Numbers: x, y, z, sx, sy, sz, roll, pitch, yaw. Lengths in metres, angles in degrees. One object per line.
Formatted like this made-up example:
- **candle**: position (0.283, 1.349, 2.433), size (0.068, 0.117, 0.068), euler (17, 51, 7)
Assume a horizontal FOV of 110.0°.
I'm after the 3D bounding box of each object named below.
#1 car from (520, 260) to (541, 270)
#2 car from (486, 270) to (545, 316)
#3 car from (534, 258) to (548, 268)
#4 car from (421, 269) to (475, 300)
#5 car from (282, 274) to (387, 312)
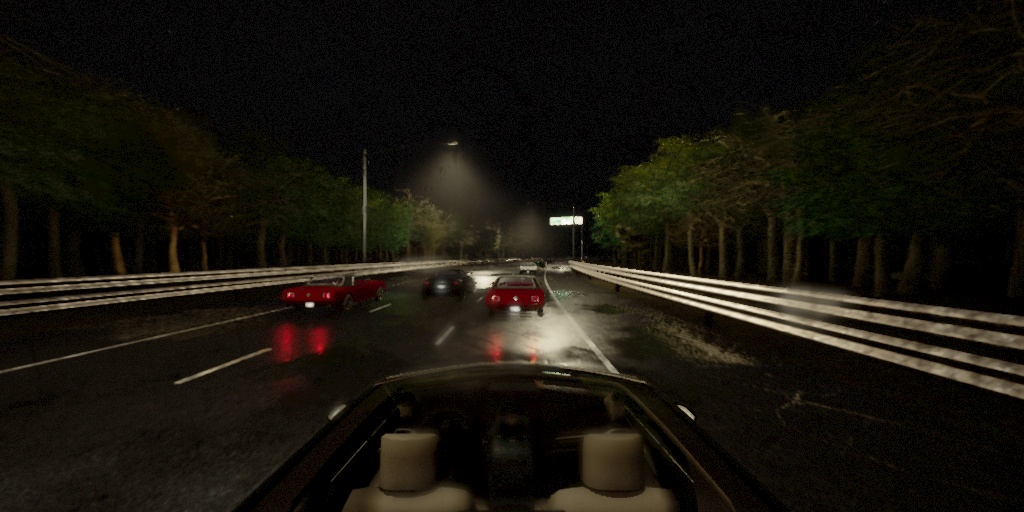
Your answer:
- **car**: position (1.939, 1.382, 40.456), size (1.895, 1.301, 4.718), euler (0, 0, 6)
- **car**: position (0.186, 1.361, 13.390), size (1.895, 1.301, 4.718), euler (0, 0, 2)
- **car**: position (4.634, 1.130, 61.741), size (2.097, 1.767, 4.553), euler (0, 0, 9)
- **car**: position (-3.026, 1.322, 17.748), size (1.994, 1.385, 4.181), euler (0, 0, 2)
- **car**: position (-6.672, 1.348, 14.177), size (1.895, 1.301, 4.718), euler (0, 0, 2)
